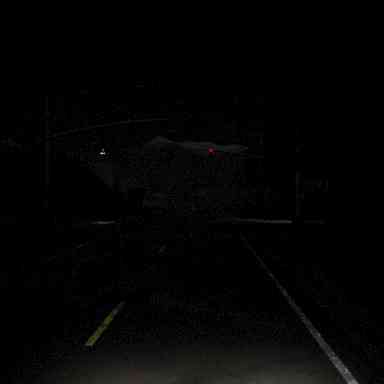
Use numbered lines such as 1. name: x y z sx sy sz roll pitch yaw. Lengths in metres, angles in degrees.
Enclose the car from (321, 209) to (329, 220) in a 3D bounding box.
1. car: 13.144 1.683 27.171 4.902 1.511 2.128 0 0 3
